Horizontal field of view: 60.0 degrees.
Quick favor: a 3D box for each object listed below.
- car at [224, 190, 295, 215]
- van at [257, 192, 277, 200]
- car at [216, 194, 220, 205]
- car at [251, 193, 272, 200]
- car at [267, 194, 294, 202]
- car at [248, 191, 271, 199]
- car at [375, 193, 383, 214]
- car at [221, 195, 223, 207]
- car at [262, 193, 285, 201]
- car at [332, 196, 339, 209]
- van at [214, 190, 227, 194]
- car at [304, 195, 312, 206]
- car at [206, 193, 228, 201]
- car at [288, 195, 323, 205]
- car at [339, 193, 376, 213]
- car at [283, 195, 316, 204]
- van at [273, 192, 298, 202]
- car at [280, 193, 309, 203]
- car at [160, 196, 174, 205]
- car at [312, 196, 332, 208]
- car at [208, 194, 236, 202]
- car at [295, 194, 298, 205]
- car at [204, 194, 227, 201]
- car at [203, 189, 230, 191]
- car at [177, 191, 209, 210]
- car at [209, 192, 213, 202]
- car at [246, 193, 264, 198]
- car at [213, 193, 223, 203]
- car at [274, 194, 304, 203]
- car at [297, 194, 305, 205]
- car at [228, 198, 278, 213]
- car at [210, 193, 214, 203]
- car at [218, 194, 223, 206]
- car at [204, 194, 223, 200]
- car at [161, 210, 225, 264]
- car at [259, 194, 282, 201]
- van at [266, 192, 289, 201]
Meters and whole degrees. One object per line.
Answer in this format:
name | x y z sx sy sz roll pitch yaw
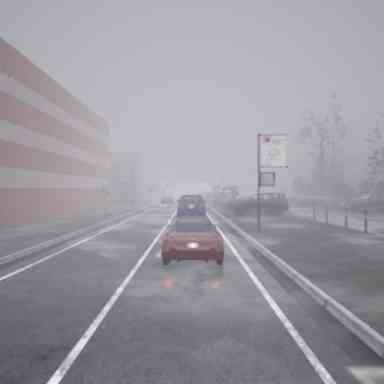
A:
car | 6.174 1.084 30.898 5.566 2.045 2.435 0 0 -1
van | 17.790 0.948 79.207 4.442 1.987 1.878 0 0 -1
car | 5.951 1.336 45.027 4.674 1.452 2.002 0 0 -1
car | 17.802 1.120 84.989 5.008 1.535 2.097 0 1 -1
car | 18.114 1.215 67.916 4.892 1.521 2.231 0 0 -1
car | 17.729 0.812 87.818 5.566 2.045 2.435 0 1 -1
car | 18.760 1.207 28.381 4.553 1.767 2.185 0 1 -1
car | 6.095 1.323 36.551 5.008 1.535 2.097 0 0 -1
car | 17.975 1.068 73.686 4.553 1.767 2.185 0 0 -1
car | 18.676 1.322 36.862 4.892 1.521 2.231 0 0 -1
van | 5.963 1.050 50.678 4.442 1.987 1.878 0 0 -1
car | 18.508 1.294 45.331 5.008 1.535 2.097 0 0 -1
car | 5.472 1.069 73.279 4.553 1.767 2.185 0 0 -1
car | 18.363 1.263 53.925 5.008 1.535 2.097 0 0 -1
car | 18.691 1.077 34.161 5.566 2.045 2.435 0 0 -1
car | 18.303 1.253 56.748 5.008 1.535 2.097 0 0 -1
van | 18.274 0.998 65.092 4.442 1.987 1.878 0 0 -1
car | 18.288 1.118 59.571 4.553 1.767 2.185 0 0 -1
car | -3.643 1.263 49.575 2.033 1.411 5.357 0 -5 0
car | 18.560 1.305 42.507 4.892 1.521 2.231 0 0 -1
car | 5.778 1.222 64.806 5.366 1.575 1.946 0 0 -1
car | 18.441 1.303 50.978 4.792 1.488 2.163 0 0 -1
car | 5.384 1.185 76.104 5.008 1.535 2.097 0 0 -1
car | 5.570 0.964 67.628 5.566 2.045 2.435 0 0 -1
car | -0.039 1.169 26.613 2.150 2.045 5.566 0 1 0
car | 5.931 1.252 56.330 5.366 1.575 1.946 0 0 -1
car | 17.627 0.973 93.469 4.792 1.488 2.163 0 1 -1
car | 5.868 1.315 47.851 4.792 1.488 2.163 0 0 -1
car | 18.211 1.233 62.394 5.008 1.535 2.097 0 0 -1
car | 18.458 1.284 48.154 5.008 1.535 2.097 0 0 -1
car | 6.149 1.369 33.724 4.674 1.452 2.002 0 0 -1
car | 5.793 1.305 53.502 4.674 1.452 2.002 0 0 -1
car | 5.996 1.345 42.201 4.674 1.452 2.002 0 0 -1
car | 5.290 1.200 81.764 4.674 1.452 2.002 0 0 -1
car | 0.036 1.541 11.747 1.994 1.385 4.181 0 0 0
car | 17.990 1.213 76.385 4.792 1.488 2.163 0 0 -1
van | 18.175 0.978 70.741 4.442 1.987 1.878 0 0 -1
